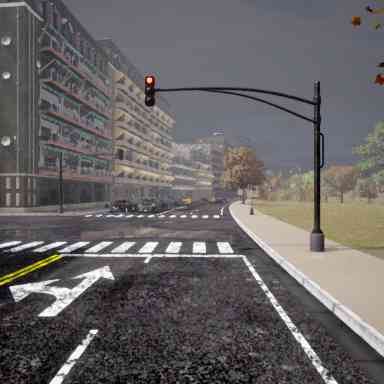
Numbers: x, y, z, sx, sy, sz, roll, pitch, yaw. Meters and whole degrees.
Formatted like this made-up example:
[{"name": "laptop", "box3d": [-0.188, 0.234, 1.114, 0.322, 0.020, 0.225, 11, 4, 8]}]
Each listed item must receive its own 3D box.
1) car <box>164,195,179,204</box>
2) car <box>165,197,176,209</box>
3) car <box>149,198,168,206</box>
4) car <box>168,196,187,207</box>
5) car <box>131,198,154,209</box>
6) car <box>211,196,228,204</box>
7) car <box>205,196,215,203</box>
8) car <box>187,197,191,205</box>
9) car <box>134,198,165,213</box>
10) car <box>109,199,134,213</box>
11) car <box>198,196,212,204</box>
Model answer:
[{"name": "car", "box3d": [-4.211, 1.579, 68.281, 2.097, 1.767, 4.553, 0, 0, 9]}, {"name": "car", "box3d": [-3.892, 1.722, 47.101, 1.895, 1.301, 4.718, 0, 0, 7]}, {"name": "car", "box3d": [-5.738, 1.719, 58.147, 2.033, 1.411, 5.357, 0, 0, 8]}, {"name": "car", "box3d": [-2.670, 1.713, 56.674, 2.033, 1.411, 5.357, 0, 0, 8]}, {"name": "car", "box3d": [-7.045, 1.672, 48.075, 2.033, 1.411, 5.357, 0, 0, 6]}, {"name": "car", "box3d": [5.722, 1.784, 68.634, 2.033, 1.411, 5.357, 0, 0, 9]}, {"name": "car", "box3d": [4.335, 1.730, 79.323, 1.882, 1.535, 5.008, 0, 0, 12]}, {"name": "car", "box3d": [-1.358, 1.691, 65.569, 1.882, 1.535, 5.008, 0, 0, 9]}, {"name": "car", "box3d": [-4.793, 1.433, 38.154, 2.097, 1.767, 4.553, 0, 0, 5]}, {"name": "car", "box3d": [-8.037, 1.586, 38.379, 1.837, 1.490, 4.892, 0, 0, 5]}, {"name": "car", "box3d": [2.509, 1.728, 69.124, 2.128, 1.511, 4.902, 0, 0, 9]}]
